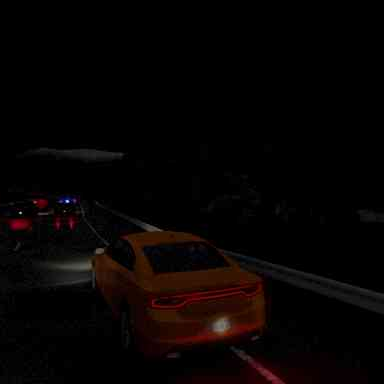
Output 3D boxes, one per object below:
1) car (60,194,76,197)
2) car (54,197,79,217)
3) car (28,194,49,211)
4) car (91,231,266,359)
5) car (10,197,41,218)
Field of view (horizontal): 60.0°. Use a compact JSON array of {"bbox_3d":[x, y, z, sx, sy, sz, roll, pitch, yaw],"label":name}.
[{"bbox_3d":[-15.418,1.221,41.422,2.150,2.045,5.566,0,0,-18],"label":"car"},{"bbox_3d":[-11.984,1.492,31.525,2.128,1.511,4.902,0,0,-19],"label":"car"},{"bbox_3d":[-18.582,1.221,40.024,2.150,2.045,5.566,0,0,-19],"label":"car"},{"bbox_3d":[-0.677,1.478,6.302,1.882,1.535,5.008,0,0,-25],"label":"car"},{"bbox_3d":[-15.157,1.505,30.132,1.837,1.490,4.892,0,0,-19],"label":"car"}]
